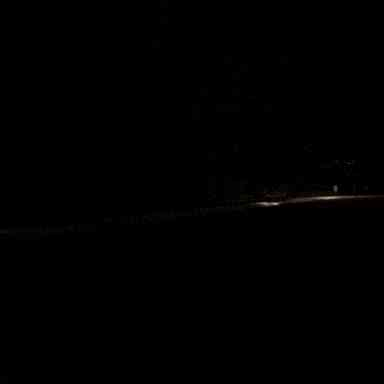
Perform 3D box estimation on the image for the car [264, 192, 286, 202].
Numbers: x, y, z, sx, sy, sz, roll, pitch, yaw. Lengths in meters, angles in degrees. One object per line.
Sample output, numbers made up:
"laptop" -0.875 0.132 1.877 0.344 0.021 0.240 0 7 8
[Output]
"car" 12.698 0.747 50.831 1.882 1.535 5.008 -2 0 36
